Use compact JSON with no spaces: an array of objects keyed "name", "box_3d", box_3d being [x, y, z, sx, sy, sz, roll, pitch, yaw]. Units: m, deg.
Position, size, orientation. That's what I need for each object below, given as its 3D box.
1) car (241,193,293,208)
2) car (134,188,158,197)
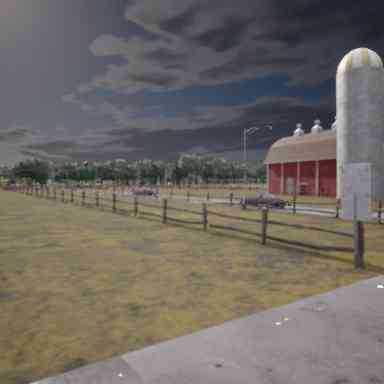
[{"name":"car","box_3d":[7.106,0.825,32.341,2.033,1.411,5.357,-1,2,-35]},{"name":"car","box_3d":[-7.430,0.026,52.875,2.033,1.411,5.357,-1,2,-35]}]
